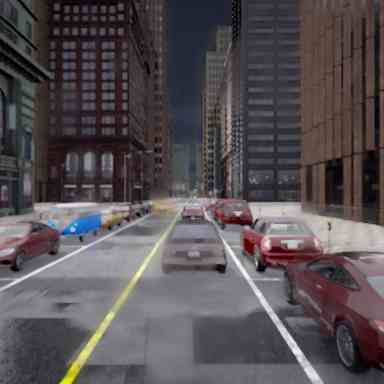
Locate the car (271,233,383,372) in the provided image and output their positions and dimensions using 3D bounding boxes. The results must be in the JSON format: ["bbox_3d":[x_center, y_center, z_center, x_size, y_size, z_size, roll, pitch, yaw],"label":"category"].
[{"bbox_3d":[2.759,1.617,5.418,1.802,1.307,4.206,0,0,0],"label":"car"}]

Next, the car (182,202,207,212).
[{"bbox_3d":[0.080,1.795,28.992,1.895,1.301,4.718,0,0,0],"label":"car"}]

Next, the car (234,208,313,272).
[{"bbox_3d":[2.758,1.512,11.055,1.967,1.590,4.097,0,0,0],"label":"car"}]

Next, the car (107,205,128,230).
[{"bbox_3d":[-5.768,1.672,22.152,1.752,1.417,4.829,0,0,0],"label":"car"}]

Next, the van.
[{"bbox_3d":[-5.768,1.451,16.687,1.690,1.788,3.998,0,0,0],"label":"van"}]

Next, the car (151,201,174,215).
[{"bbox_3d":[-3.092,1.732,37.441,1.882,1.535,5.008,0,0,0],"label":"car"}]

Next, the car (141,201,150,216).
[{"bbox_3d":[-5.769,1.793,33.594,1.947,1.339,4.313,0,0,0],"label":"car"}]

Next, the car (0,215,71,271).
[{"bbox_3d":[-5.767,1.654,11.049,1.802,1.307,4.206,0,0,0],"label":"car"}]

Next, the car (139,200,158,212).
[{"bbox_3d":[-5.770,1.859,44.867,2.008,1.369,4.403,0,0,0],"label":"car"}]

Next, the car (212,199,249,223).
[{"bbox_3d":[2.756,1.463,22.327,2.192,1.841,5.009,0,0,0],"label":"car"}]

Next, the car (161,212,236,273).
[{"bbox_3d":[0.069,1.618,10.830,2.033,1.411,5.357,0,0,0],"label":"car"}]

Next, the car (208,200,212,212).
[{"bbox_3d":[2.755,1.502,27.963,2.192,1.841,5.009,0,0,0],"label":"car"}]

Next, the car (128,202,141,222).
[{"bbox_3d":[-5.768,1.769,27.958,1.802,1.307,4.206,0,0,0],"label":"car"}]
